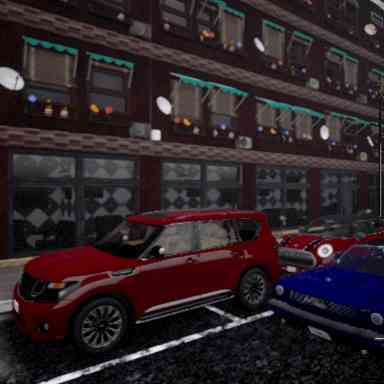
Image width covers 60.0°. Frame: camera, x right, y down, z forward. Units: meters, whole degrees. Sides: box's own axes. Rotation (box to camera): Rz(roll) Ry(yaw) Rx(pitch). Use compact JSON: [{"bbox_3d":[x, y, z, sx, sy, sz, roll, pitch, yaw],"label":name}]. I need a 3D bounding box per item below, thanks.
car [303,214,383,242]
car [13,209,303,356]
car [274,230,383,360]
[{"bbox_3d":[4.124,1.400,9.501,4.097,1.590,1.967,0,0,-36],"label":"car"},{"bbox_3d":[-0.463,1.301,6.227,5.009,1.841,2.192,0,0,-36],"label":"car"},{"bbox_3d":[3.502,1.573,5.755,4.718,1.301,1.895,0,0,-36],"label":"car"}]
